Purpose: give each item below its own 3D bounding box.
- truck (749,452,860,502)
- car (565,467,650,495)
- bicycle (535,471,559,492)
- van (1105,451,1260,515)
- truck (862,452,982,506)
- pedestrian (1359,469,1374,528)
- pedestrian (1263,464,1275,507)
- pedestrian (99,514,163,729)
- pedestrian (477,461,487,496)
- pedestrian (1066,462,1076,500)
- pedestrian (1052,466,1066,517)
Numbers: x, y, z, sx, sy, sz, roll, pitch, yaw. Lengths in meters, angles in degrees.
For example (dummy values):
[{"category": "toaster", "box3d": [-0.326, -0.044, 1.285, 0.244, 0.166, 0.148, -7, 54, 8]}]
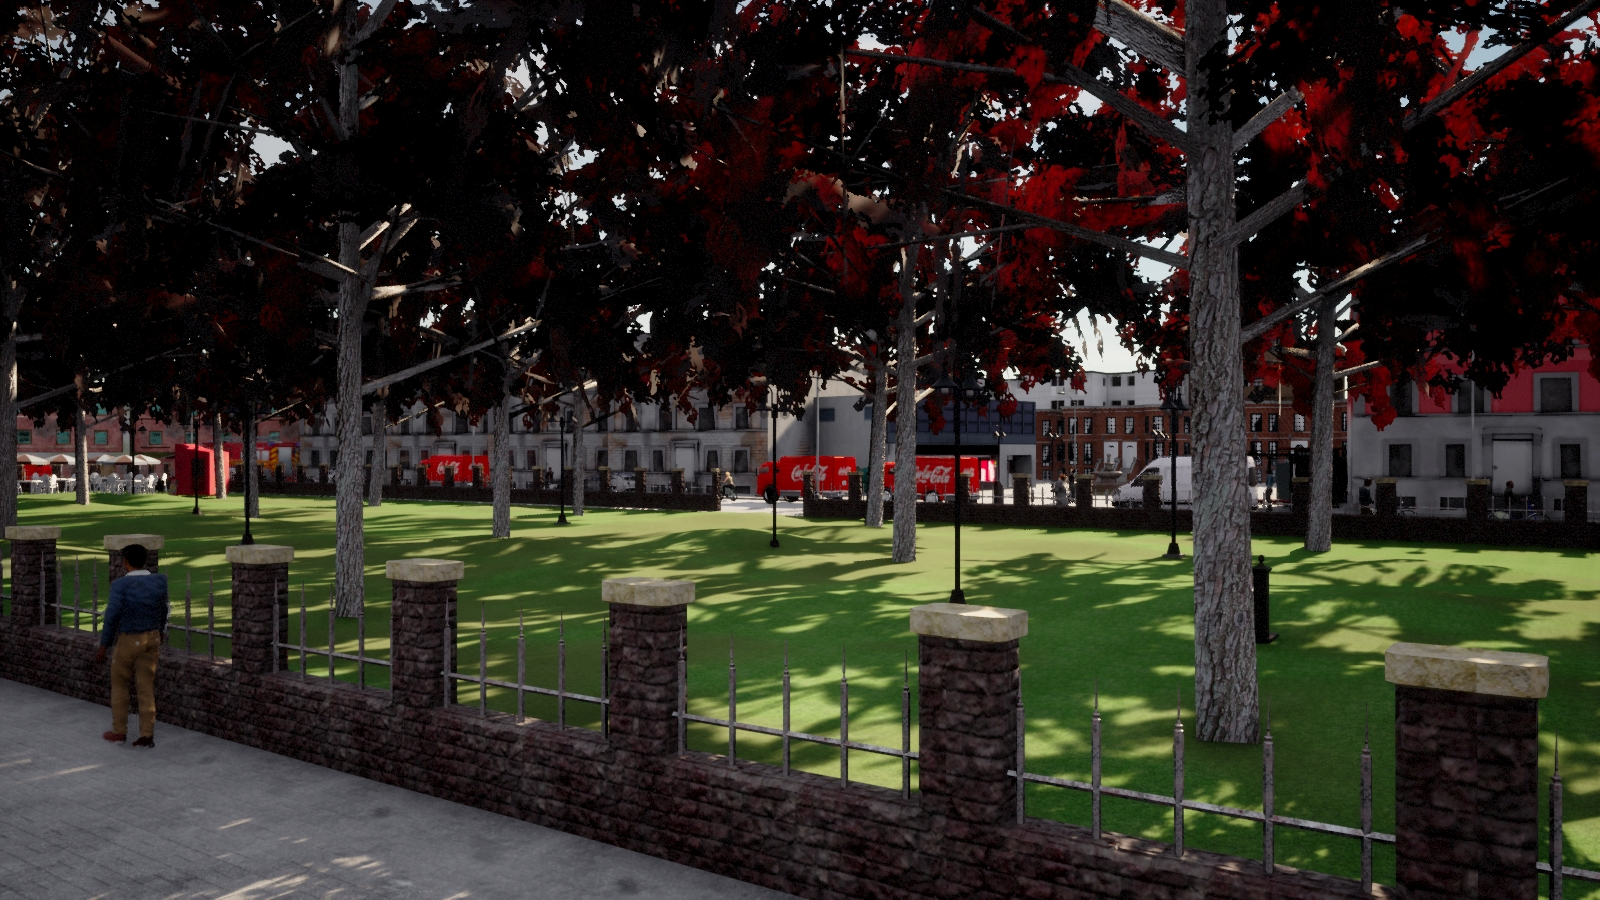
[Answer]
[{"category": "truck", "box3d": [0.205, 1.348, 59.637, 5.204, 2.467, 2.627, 0, 0, 35]}, {"category": "car", "box3d": [-11.432, 1.827, 67.802, 4.902, 1.511, 2.128, 0, 0, 35]}, {"category": "bicycle", "box3d": [-15.681, 1.940, 70.806, 1.835, 1.271, 0.329, 0, 0, 35]}, {"category": "van", "box3d": [16.163, 1.314, 48.431, 5.915, 2.561, 1.988, 0, 0, 35]}, {"category": "truck", "box3d": [5.913, 1.348, 55.621, 5.204, 2.467, 2.627, 0, 0, 35]}, {"category": "pedestrian", "box3d": [18.012, 1.524, 36.341, 0.375, 1.860, 0.375, 0, 0, 36]}, {"category": "pedestrian", "box3d": [20.430, 1.525, 49.768, 0.375, 1.860, 0.375, 0, 0, -43]}, {"category": "pedestrian", "box3d": [-6.035, 1.526, 10.309, 0.375, 1.860, 0.375, 0, 0, 35]}, {"category": "pedestrian", "box3d": [-16.950, 1.522, 60.940, 0.375, 1.860, 0.375, 0, 0, 35]}, {"category": "pedestrian", "box3d": [13.690, 1.561, 57.676, 0.375, 1.860, 0.375, 0, 0, 30]}, {"category": "pedestrian", "box3d": [9.590, 1.525, 42.282, 0.375, 1.860, 0.375, 0, 0, 35]}]
